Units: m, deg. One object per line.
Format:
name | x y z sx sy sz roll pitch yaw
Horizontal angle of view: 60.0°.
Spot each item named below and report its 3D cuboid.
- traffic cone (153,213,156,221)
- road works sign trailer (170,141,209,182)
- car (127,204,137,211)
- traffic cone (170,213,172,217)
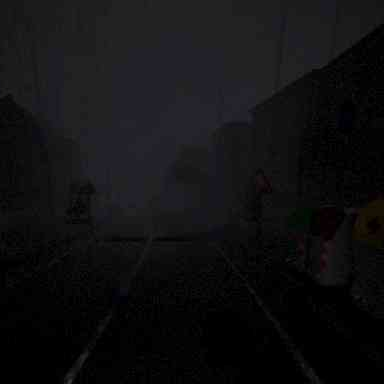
traffic cone | -3.488 2.344 30.800 0.340 0.580 0.340 0 -1 -8
road works sign trailer | -0.491 -2.570 29.561 2.380 3.560 2.880 5 31 -25
car | -12.780 3.275 70.676 1.895 1.301 4.718 0 -1 -11
traffic cone | -2.350 2.509 37.022 0.340 0.580 0.340 0 -2 -8
